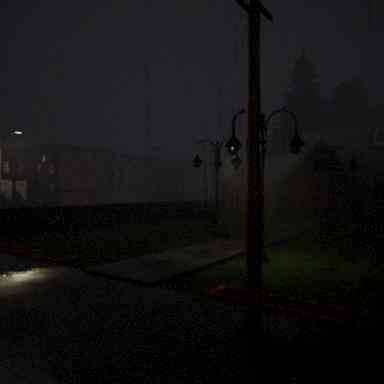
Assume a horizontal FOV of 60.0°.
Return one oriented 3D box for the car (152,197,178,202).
[{"bbox_3d":[-3.983,1.432,49.313,2.128,1.511,4.902,0,0,36],"label":"car"}]
